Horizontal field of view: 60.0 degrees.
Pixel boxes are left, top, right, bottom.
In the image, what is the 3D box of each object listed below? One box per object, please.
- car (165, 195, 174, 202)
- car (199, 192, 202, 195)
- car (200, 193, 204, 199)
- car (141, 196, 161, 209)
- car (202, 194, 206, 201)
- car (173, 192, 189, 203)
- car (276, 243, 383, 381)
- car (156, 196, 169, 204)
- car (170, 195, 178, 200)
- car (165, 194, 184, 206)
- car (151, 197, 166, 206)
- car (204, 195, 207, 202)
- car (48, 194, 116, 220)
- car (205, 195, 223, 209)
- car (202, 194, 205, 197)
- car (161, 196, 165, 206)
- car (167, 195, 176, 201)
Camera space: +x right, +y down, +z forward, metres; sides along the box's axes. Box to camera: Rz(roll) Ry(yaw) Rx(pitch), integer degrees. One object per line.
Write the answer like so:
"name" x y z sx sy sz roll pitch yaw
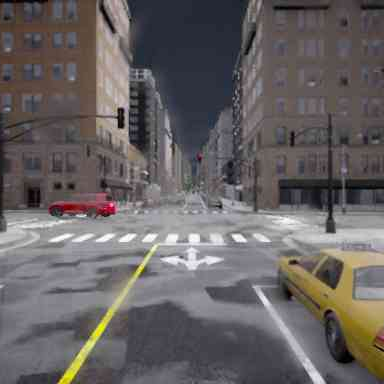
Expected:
"car" -5.101 1.399 76.234 1.752 1.417 4.829 1 0 1
"car" 3.640 1.405 92.897 1.947 1.339 4.313 1 0 1
"car" 3.354 1.448 70.776 1.947 1.339 4.313 1 0 1
"car" -5.528 1.515 43.231 1.802 1.307 4.206 1 0 1
"car" 3.140 1.463 54.185 2.008 1.369 4.403 1 0 1
"car" -2.358 1.391 67.965 2.128 1.511 4.902 0 0 1
"car" 2.677 1.517 5.631 1.752 1.417 4.829 1 0 0
"car" -5.313 1.448 59.817 1.887 1.381 4.507 1 0 1
"car" -4.884 1.406 92.991 1.947 1.339 4.313 1 0 1
"car" -2.643 1.424 51.156 1.837 1.490 4.892 0 0 1
"car" -5.385 1.464 54.289 2.008 1.369 4.403 1 0 1
"car" 3.069 1.467 48.655 1.887 1.381 4.507 1 0 1
"car" -9.139 1.150 27.768 5.566 2.045 2.150 1 -1 15
"car" 2.997 1.497 43.125 1.947 1.339 4.313 1 0 1
"car" 3.212 1.447 59.715 1.887 1.381 4.507 1 0 1
"car" -5.457 1.489 48.760 1.947 1.339 4.313 1 0 1
"car" -5.028 1.428 81.933 1.947 1.339 4.313 1 0 1
